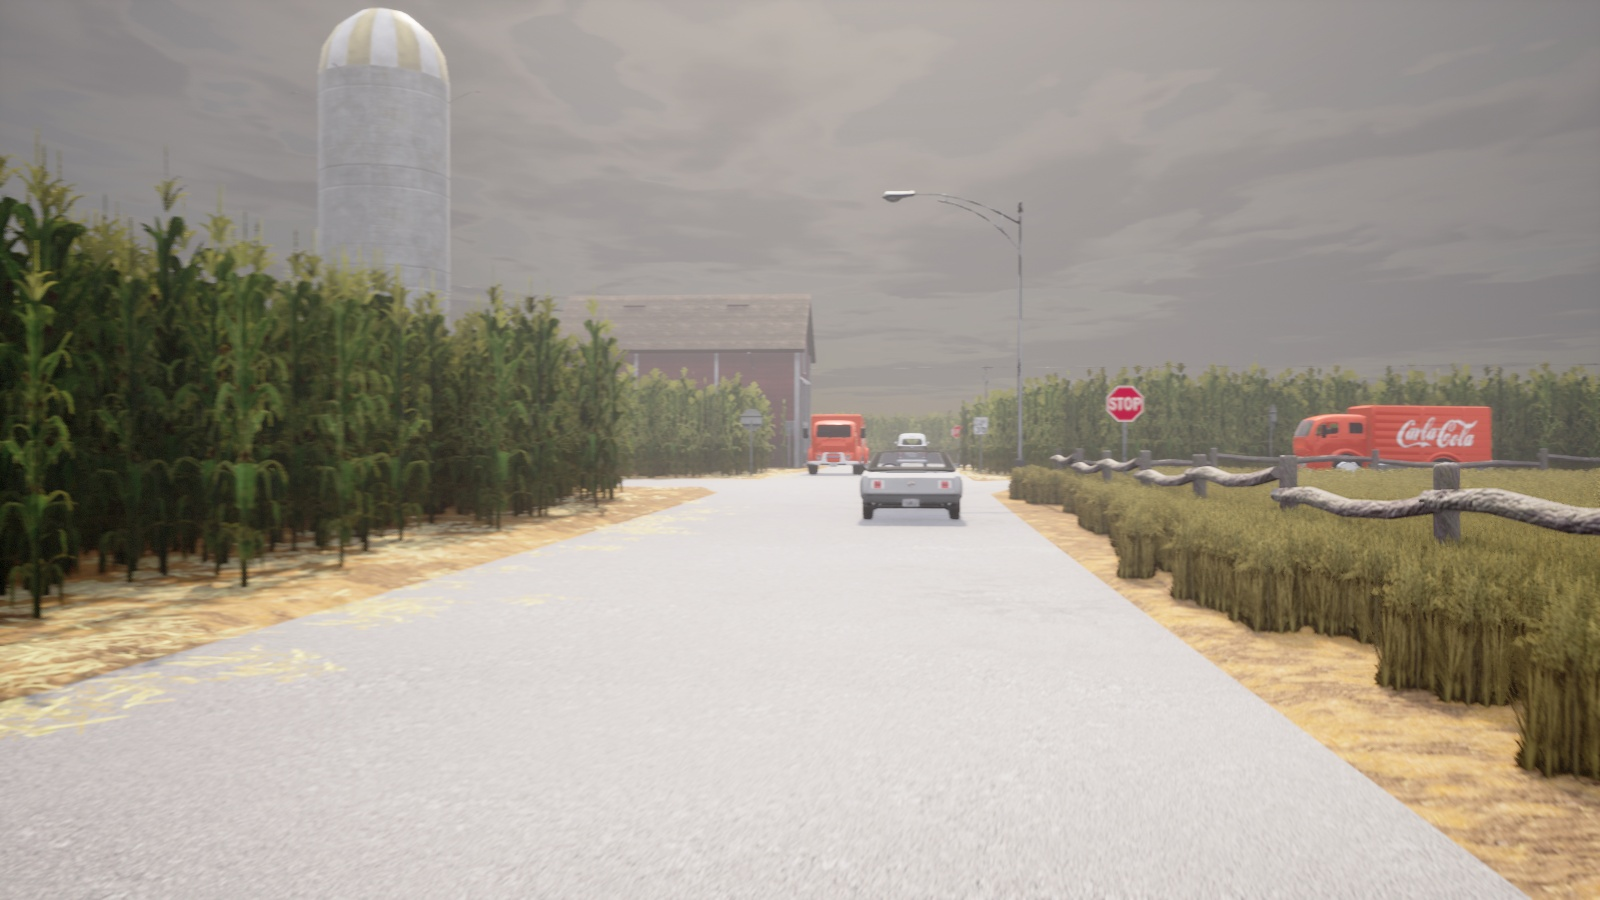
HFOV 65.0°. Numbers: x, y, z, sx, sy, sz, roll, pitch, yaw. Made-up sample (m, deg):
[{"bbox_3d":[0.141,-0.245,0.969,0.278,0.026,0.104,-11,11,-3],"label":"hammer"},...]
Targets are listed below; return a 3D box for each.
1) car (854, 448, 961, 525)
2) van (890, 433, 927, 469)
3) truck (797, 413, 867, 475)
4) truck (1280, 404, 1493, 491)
[{"bbox_3d":[2.113,0.637,24.664,1.895,1.301,4.718,0,1,5],"label":"car"},{"bbox_3d":[6.369,0.059,73.664,2.069,2.038,4.480,0,0,5],"label":"van"},{"bbox_3d":[1.393,-0.230,52.217,2.627,2.467,5.204,0,0,5],"label":"truck"},{"bbox_3d":[17.573,-0.077,37.903,5.204,2.467,2.627,1,0,5],"label":"truck"}]
